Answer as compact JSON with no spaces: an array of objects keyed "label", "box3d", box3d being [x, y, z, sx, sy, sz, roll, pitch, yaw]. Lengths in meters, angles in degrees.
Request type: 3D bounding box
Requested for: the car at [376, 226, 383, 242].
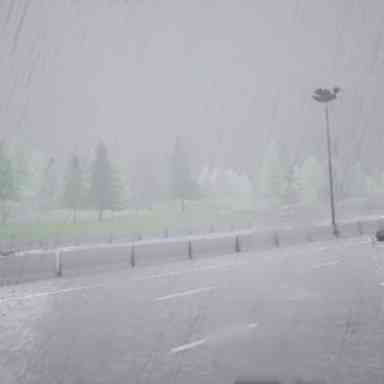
[{"label":"car","box3d":[14.176,2.563,22.323,4.181,1.385,1.994,0,-5,-35]}]
